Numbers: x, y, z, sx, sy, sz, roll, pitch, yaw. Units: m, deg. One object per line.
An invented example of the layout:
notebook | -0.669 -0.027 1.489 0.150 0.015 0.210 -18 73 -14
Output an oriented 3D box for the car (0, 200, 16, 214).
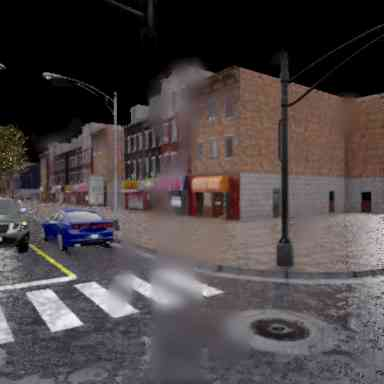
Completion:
car | -20.106 1.541 35.429 1.895 1.301 4.718 0 0 -35

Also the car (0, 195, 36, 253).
car | -7.974 1.197 13.114 2.150 2.045 5.566 0 0 -36

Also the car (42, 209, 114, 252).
car | -4.960 1.450 14.084 1.882 1.535 5.008 0 0 -35
